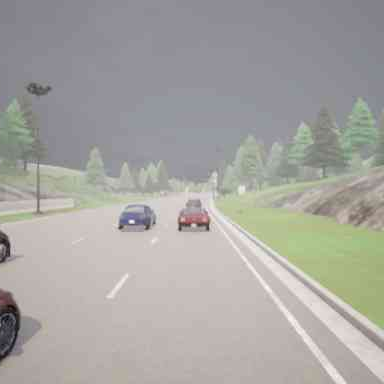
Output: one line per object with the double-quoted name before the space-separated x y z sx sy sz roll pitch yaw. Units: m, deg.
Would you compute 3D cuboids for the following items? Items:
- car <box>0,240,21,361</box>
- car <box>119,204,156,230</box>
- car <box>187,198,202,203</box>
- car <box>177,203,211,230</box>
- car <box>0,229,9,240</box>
"car" -3.392 1.522 2.905 1.812 1.442 4.674 0 0 0
"car" -3.391 1.502 21.043 1.812 1.442 4.674 0 0 0
"car" 0.289 1.446 41.705 2.128 1.511 4.902 0 0 1
"car" 0.109 1.578 20.791 1.895 1.301 4.718 0 0 0
"car" -6.892 1.342 8.864 2.097 1.767 4.553 0 0 0
